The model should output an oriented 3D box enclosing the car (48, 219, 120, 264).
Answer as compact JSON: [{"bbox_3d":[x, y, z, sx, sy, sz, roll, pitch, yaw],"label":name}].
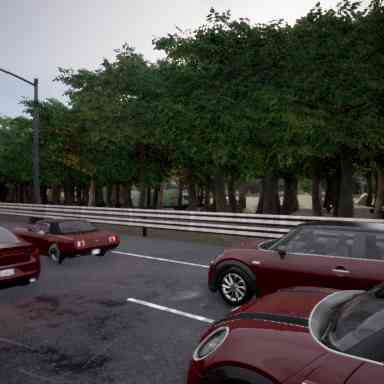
[{"bbox_3d":[-4.816,1.602,11.892,4.718,1.301,1.895,0,0,37],"label":"car"}]

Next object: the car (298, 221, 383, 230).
[{"bbox_3d":[2.545,1.352,6.532,4.553,1.767,2.097,0,0,35],"label":"car"}]

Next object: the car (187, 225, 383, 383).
[{"bbox_3d":[2.154,1.352,2.528,4.553,1.767,2.097,0,0,35],"label":"car"}]

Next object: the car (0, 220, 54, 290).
[{"bbox_3d":[-5.729,1.479,8.220,5.008,1.535,1.882,0,0,37],"label":"car"}]
